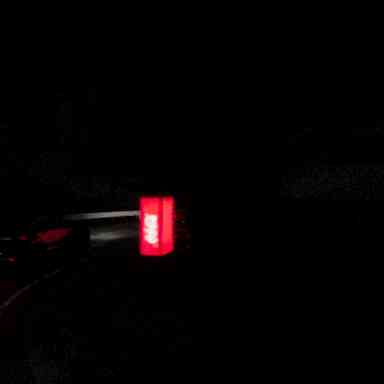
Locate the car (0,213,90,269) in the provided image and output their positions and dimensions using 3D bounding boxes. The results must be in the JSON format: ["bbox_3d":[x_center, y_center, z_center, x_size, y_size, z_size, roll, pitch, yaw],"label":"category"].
[{"bbox_3d":[-5.097,1.422,10.934,2.128,1.511,4.902,0,0,9],"label":"car"}]

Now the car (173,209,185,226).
[{"bbox_3d":[0.789,1.525,21.736,1.895,1.301,4.718,0,0,35],"label":"car"}]

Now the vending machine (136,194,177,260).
[{"bbox_3d":[-1.193,1.142,11.332,1.100,2.100,0.880,0,0,17],"label":"vending machine"}]
